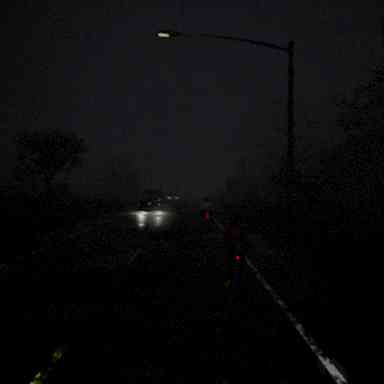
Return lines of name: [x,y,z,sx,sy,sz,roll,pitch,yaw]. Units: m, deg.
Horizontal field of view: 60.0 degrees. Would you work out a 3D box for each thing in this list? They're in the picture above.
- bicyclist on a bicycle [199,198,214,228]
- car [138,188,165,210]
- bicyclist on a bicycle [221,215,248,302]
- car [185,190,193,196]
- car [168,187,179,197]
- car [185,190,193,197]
bicyclist on a bicycle: [0.834,1.115,18.191,0.866,1.612,1.509,0,1,-1]
car: [-3.857,0.654,32.803,2.150,2.045,5.566,0,1,0]
bicyclist on a bicycle: [0.904,1.327,6.954,0.582,1.620,1.656,0,1,0]
car: [-0.689,0.193,84.491,1.895,1.301,4.718,0,1,0]
car: [-4.102,-0.067,73.583,2.150,2.045,5.566,0,1,0]
car: [-0.609,0.292,74.522,2.033,1.411,5.357,0,1,0]
